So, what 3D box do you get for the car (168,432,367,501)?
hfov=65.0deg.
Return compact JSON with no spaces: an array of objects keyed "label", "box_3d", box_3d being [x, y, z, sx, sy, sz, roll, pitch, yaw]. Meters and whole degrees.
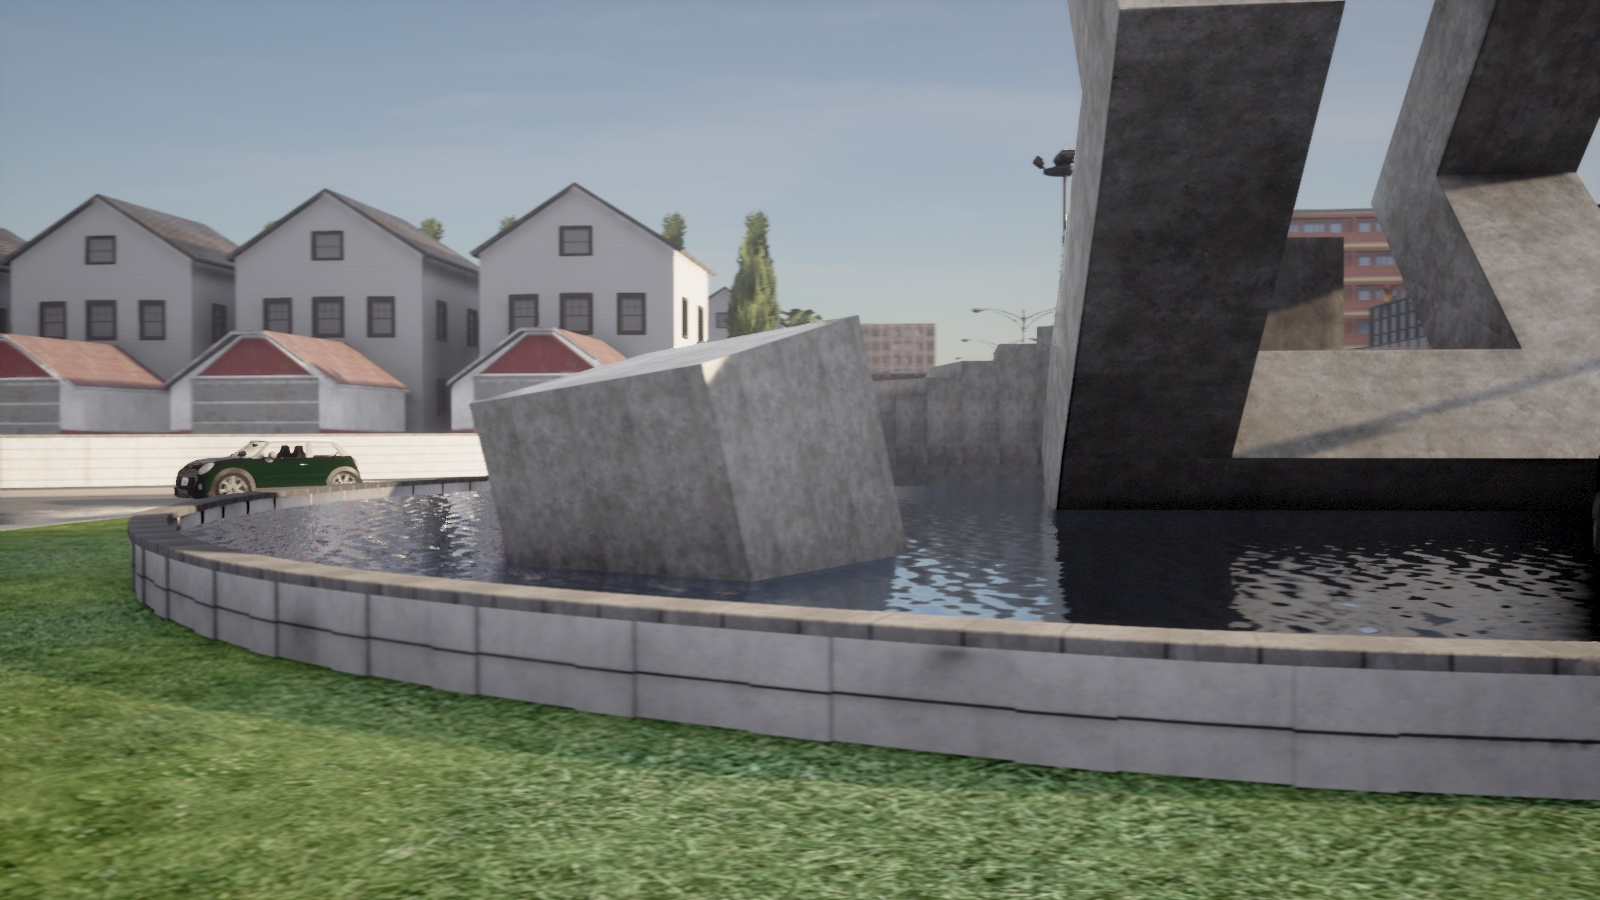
[{"label":"car","box_3d":[-12.263,0.335,29.029,3.806,1.475,1.970,0,1,-43]}]
